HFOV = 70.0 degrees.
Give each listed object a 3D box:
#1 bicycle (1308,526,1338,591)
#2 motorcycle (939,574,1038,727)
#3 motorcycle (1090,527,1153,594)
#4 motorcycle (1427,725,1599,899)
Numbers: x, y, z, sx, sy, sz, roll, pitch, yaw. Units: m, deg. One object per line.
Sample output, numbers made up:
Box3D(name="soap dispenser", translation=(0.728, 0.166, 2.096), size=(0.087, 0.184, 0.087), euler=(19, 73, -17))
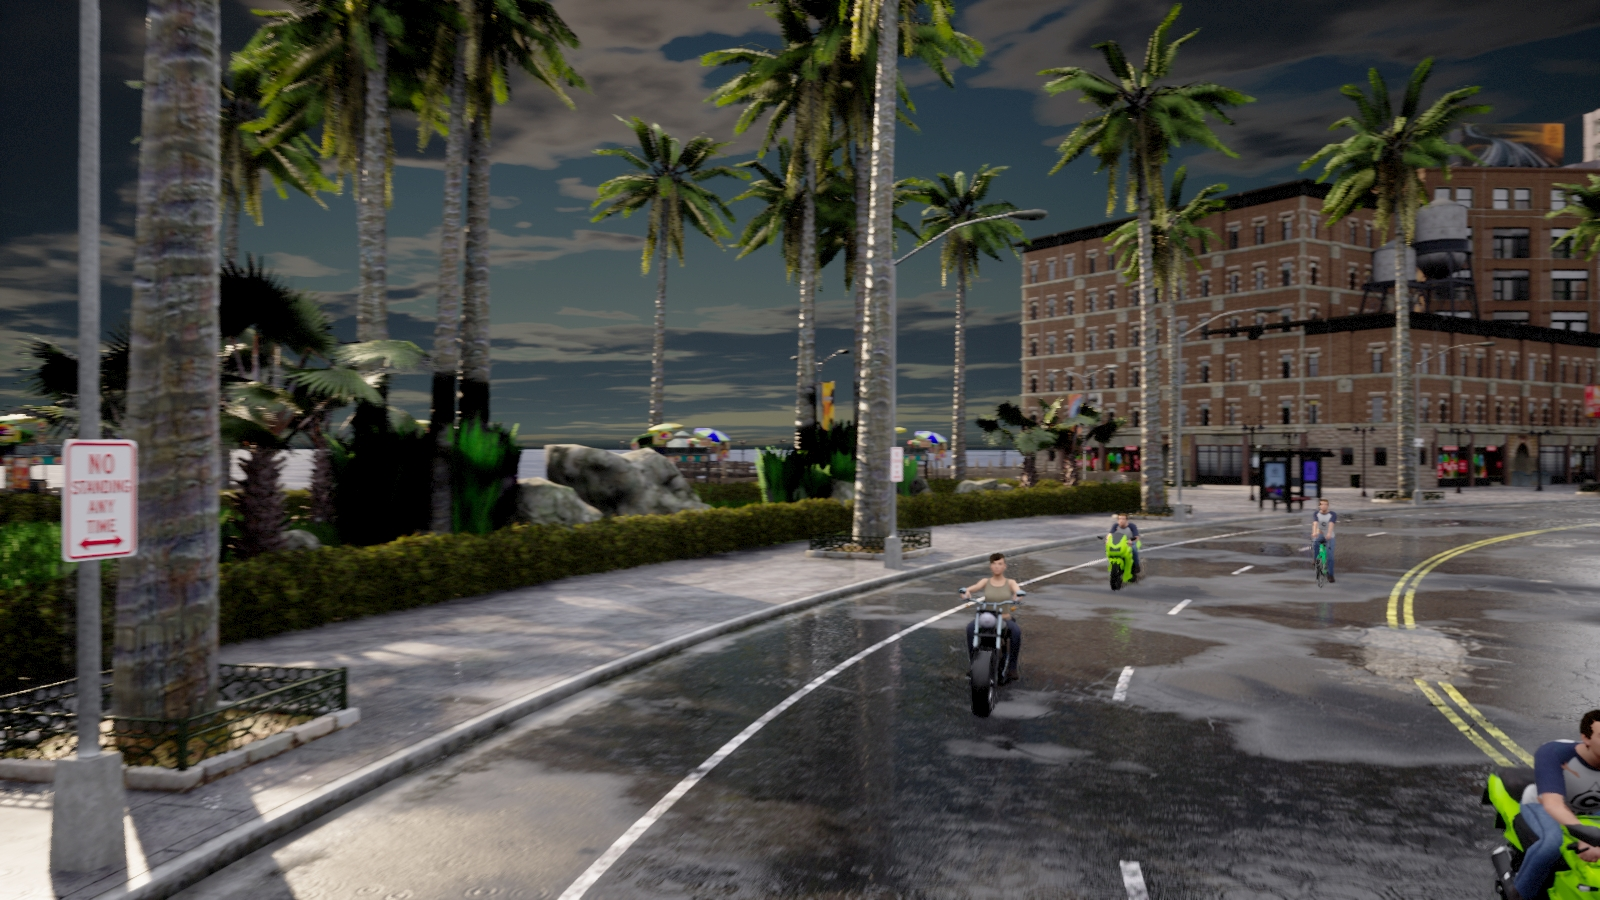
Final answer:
Box3D(name="bicycle", translation=(10.799, 2.218, 23.573), size=(0.373, 1.196, 1.643), euler=(0, 0, 32))
Box3D(name="motorcycle", translation=(2.162, 2.172, 12.839), size=(0.764, 1.277, 2.356), euler=(0, 0, 17))
Box3D(name="motorcycle", translation=(6.577, 2.220, 23.286), size=(0.803, 1.145, 2.033), euler=(0, 0, 28))
Box3D(name="motorcycle", translation=(3.968, 2.217, 5.753), size=(0.803, 1.145, 2.033), euler=(1, 0, 10))
